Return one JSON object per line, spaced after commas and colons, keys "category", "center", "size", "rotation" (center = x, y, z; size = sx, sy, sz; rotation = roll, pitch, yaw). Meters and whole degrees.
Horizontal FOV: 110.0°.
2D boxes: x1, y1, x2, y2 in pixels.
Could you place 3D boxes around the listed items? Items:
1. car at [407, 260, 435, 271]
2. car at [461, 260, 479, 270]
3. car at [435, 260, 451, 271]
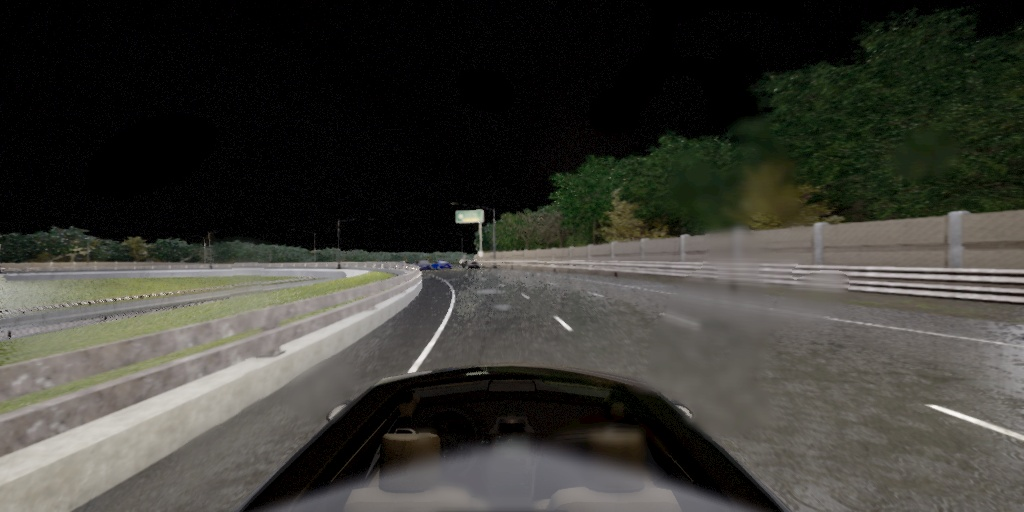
{"category": "car", "center": [-13.609, 1.382, 53.407], "size": [2.097, 1.767, 4.553], "rotation": [-1, 0, -30]}
{"category": "car", "center": [-6.597, 1.396, 55.847], "size": [1.837, 1.490, 4.892], "rotation": [-1, 0, -25]}
{"category": "car", "center": [-11.099, 1.458, 56.065], "size": [1.882, 1.535, 5.008], "rotation": [-1, 0, -31]}
